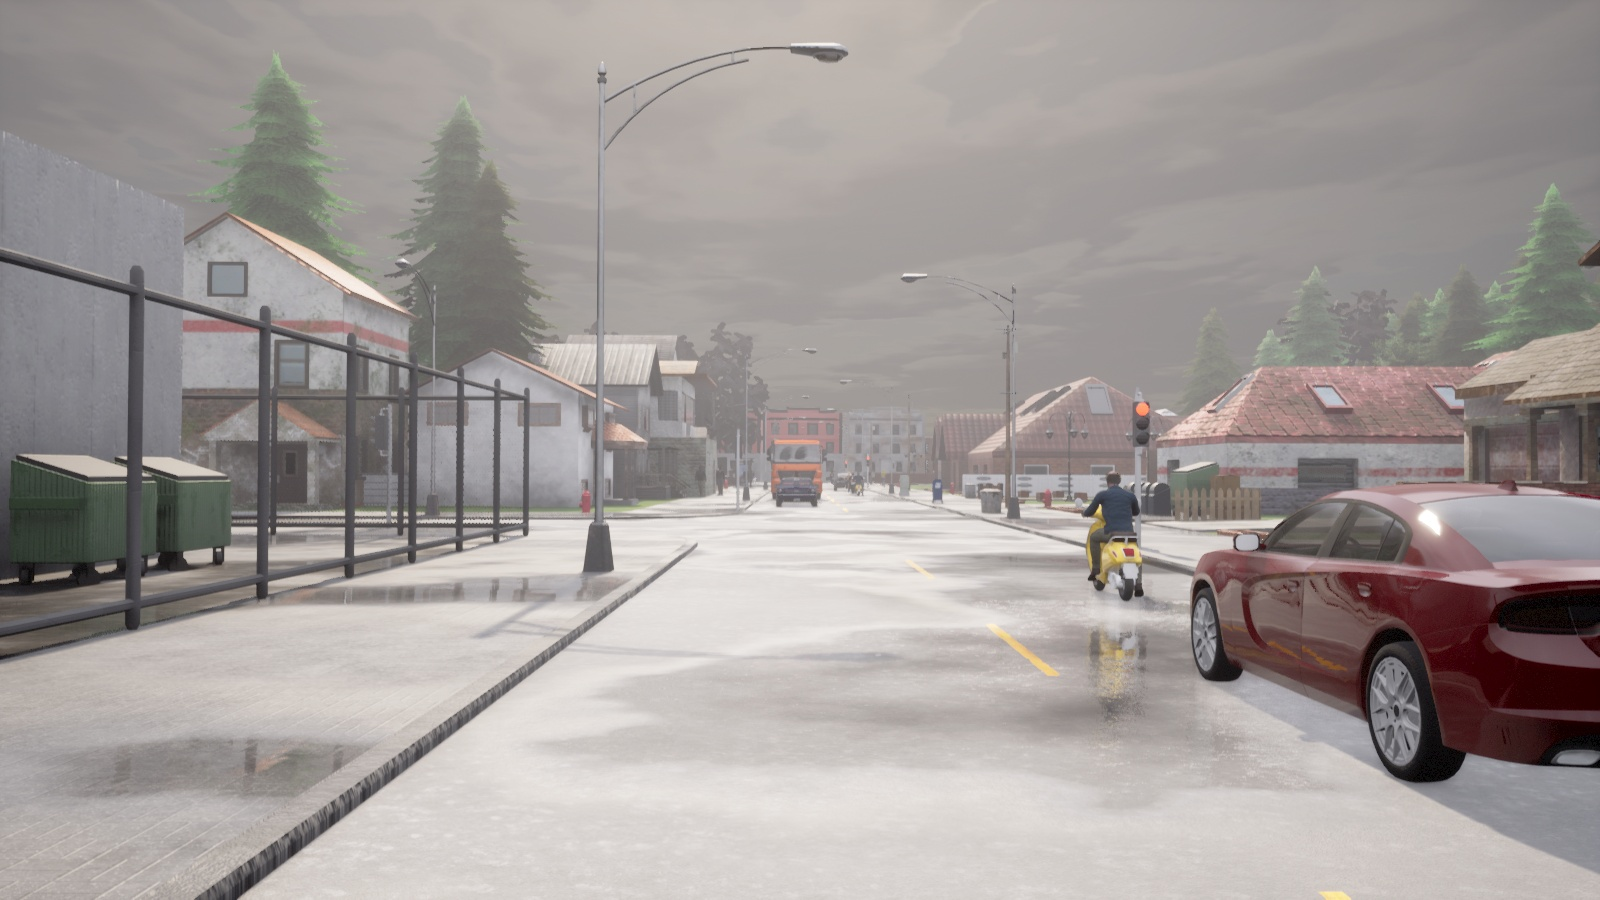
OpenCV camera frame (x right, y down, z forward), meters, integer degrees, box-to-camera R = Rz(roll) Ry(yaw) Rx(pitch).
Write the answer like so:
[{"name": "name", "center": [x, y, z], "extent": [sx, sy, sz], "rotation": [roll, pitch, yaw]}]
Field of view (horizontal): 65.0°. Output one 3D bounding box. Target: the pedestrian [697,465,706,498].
[{"name": "pedestrian", "center": [-5.591, 1.772, 71.114], "extent": [0.431, 1.840, 0.703], "rotation": [0, -1, 2]}]

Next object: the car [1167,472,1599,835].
[{"name": "car", "center": [3.981, 0.913, 7.867], "extent": [1.882, 1.535, 5.008], "rotation": [0, -1, 0]}]

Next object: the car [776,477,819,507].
[{"name": "car", "center": [-0.144, 1.908, 57.626], "extent": [1.895, 1.301, 4.718], "rotation": [0, -1, 0]}]

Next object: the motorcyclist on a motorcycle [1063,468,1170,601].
[{"name": "motorcyclist on a motorcycle", "center": [3.973, 1.027, 15.915], "extent": [0.866, 1.590, 1.817], "rotation": [0, -1, 0]}]

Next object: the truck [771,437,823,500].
[{"name": "truck", "center": [-0.181, 1.104, 73.756], "extent": [2.891, 3.462, 7.936], "rotation": [0, -1, 0]}]

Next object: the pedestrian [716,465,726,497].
[{"name": "pedestrian", "center": [-4.820, 1.860, 76.429], "extent": [0.402, 1.930, 0.666], "rotation": [0, -1, 12]}]
